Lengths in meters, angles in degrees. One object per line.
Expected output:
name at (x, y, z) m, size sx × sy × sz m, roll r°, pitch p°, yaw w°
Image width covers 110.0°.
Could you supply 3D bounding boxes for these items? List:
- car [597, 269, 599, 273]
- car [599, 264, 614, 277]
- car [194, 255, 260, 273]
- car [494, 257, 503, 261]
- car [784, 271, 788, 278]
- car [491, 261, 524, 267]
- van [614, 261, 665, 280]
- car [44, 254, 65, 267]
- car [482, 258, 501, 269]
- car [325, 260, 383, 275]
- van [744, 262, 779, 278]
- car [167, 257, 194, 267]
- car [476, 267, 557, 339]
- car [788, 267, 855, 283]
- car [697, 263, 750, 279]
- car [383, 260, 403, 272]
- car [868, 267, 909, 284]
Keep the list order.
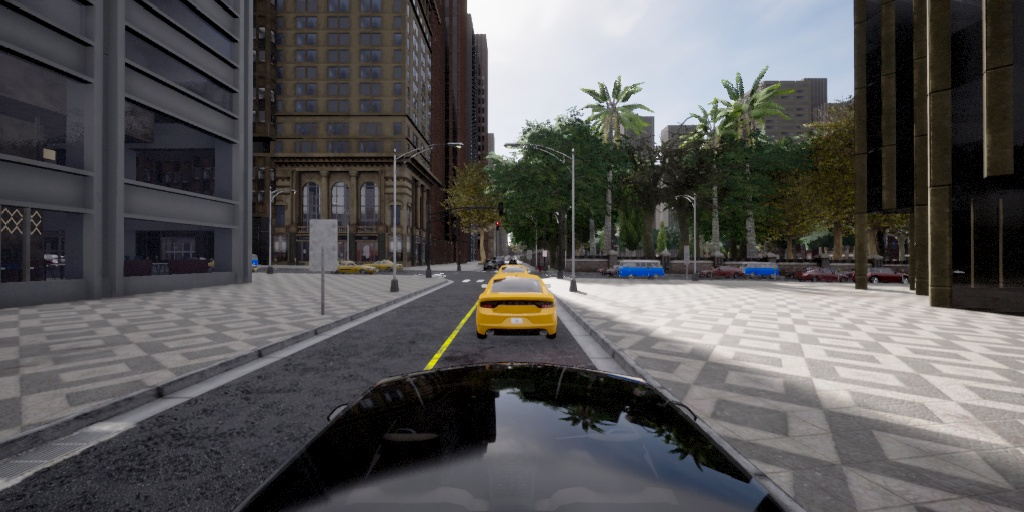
car at (11.998, 1.604, 41.707) m, size 4.207 × 1.307 × 1.802 m, roll 0°, pitch 0°, yaw 0°
car at (12.655, 1.565, 39.041) m, size 5.357 × 1.411 × 2.033 m, roll 1°, pitch 0°, yaw 0°
car at (-26.304, 0.866, 33.433) m, size 4.829 × 1.417 × 1.751 m, roll 0°, pitch 0°, yaw 0°
car at (-2.907, 1.358, 62.096) m, size 1.812 × 1.442 × 4.674 m, roll 0°, pitch 0°, yaw 0°
car at (33.059, 1.902, 38.899) m, size 5.357 × 1.411 × 2.033 m, roll 1°, pitch 0°, yaw 1°
car at (0.049, 1.234, 20.197) m, size 1.882 × 1.535 × 5.008 m, roll 0°, pitch 0°, yaw 0°
van at (11.953, 1.314, 33.181) m, size 3.998 × 1.789 × 1.690 m, roll 0°, pitch 0°, yaw 0°
car at (-43.486, 0.506, 33.545) m, size 4.097 × 1.591 × 1.967 m, roll 0°, pitch 0°, yaw 0°
car at (-2.966, 1.305, 49.778) m, size 1.837 × 1.490 × 4.892 m, roll 0°, pitch -1°, yaw 0°
car at (-14.964, 1.051, 33.358) m, size 4.829 × 1.417 × 1.751 m, roll 0°, pitch 0°, yaw 0°
van at (28.568, 1.636, 41.598) m, size 3.998 × 1.789 × 1.690 m, roll 0°, pitch 0°, yaw 0°
car at (-37.767, 0.772, 42.033) m, size 4.313 × 1.339 × 1.948 m, roll 0°, pitch 0°, yaw 0°
car at (0.115, 1.229, 10.136) m, size 1.882 × 1.535 × 5.008 m, roll 0°, pitch 0°, yaw 0°
car at (28.523, 1.829, 33.072) m, size 4.207 × 1.307 × 1.802 m, roll 0°, pitch 0°, yaw 0°
car at (22.615, 1.708, 38.976) m, size 4.674 × 1.442 × 1.812 m, roll 1°, pitch 0°, yaw 0°
car at (-15.258, 1.100, 41.885) m, size 4.829 × 1.417 × 1.751 m, roll 0°, pitch 0°, yaw 0°
car at (34.047, 1.778, 33.036) m, size 4.097 × 1.591 × 1.967 m, roll 0°, pitch 0°, yaw 0°
